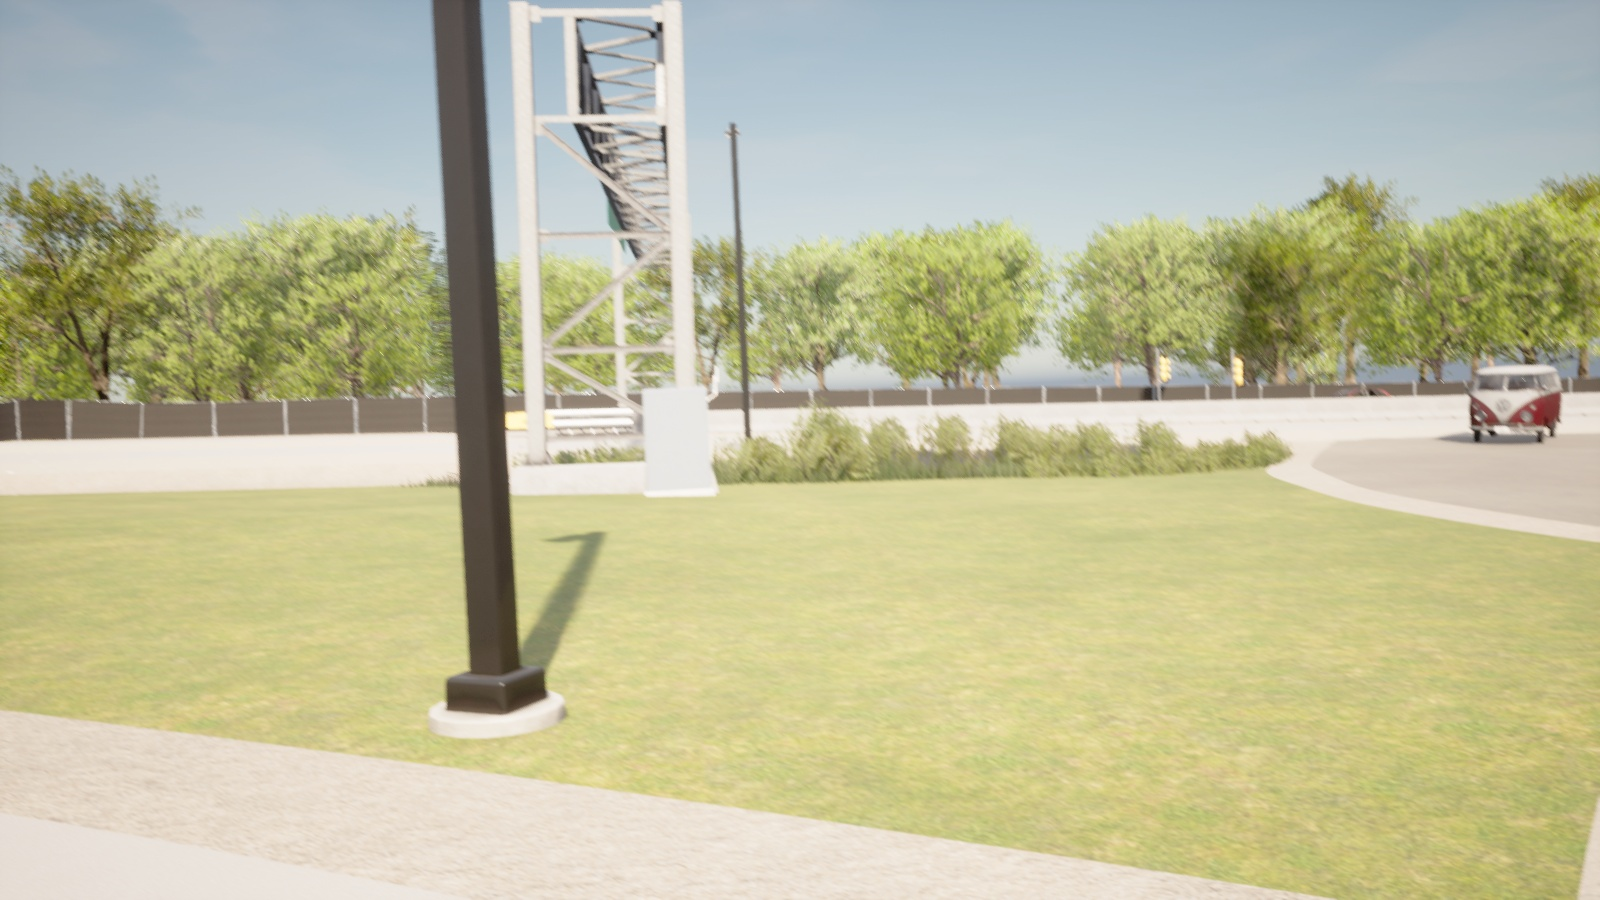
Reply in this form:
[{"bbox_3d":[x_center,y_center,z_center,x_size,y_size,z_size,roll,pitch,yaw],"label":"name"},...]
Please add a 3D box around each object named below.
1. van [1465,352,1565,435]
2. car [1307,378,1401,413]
[{"bbox_3d":[19.173,-1.545,33.586,1.775,1.987,4.442,1,5,37],"label":"van"},{"bbox_3d":[27.945,-2.738,63.340,3.988,1.617,1.851,-2,2,-11],"label":"car"}]
